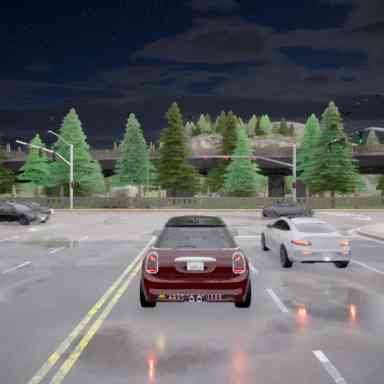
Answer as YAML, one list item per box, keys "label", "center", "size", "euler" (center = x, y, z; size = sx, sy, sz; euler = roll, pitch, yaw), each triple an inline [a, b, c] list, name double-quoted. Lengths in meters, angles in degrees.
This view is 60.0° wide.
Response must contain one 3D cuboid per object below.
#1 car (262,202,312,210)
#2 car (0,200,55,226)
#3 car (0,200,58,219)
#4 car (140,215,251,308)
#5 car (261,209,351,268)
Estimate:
- label: "car"
  center: [7.826, 1.512, 27.417]
  size: [4.181, 1.385, 1.994]
  euler: [0, 0, 1]
- label: "car"
  center: [-12.100, 1.487, 22.912]
  size: [4.674, 1.442, 1.812]
  euler: [1, 0, 19]
- label: "car"
  center: [-14.081, 1.437, 27.779]
  size: [4.902, 1.511, 2.128]
  euler: [0, 0, 1]
- label: "car"
  center: [0.083, 1.352, 8.094]
  size: [2.097, 1.767, 4.553]
  euler: [0, 0, 1]
- label: "car"
  center: [3.602, 1.526, 11.139]
  size: [1.812, 1.442, 4.674]
  euler: [0, 0, 0]
